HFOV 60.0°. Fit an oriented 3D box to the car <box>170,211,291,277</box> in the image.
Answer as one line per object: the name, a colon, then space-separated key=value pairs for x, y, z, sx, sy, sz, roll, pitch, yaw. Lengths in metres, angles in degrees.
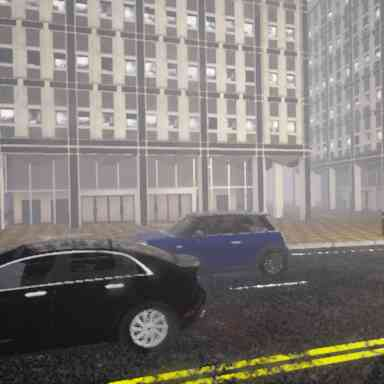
car: x=0.312 y=1.341 z=9.213 sx=4.553 sy=1.767 sz=2.097 roll=0 pitch=0 yaw=-16

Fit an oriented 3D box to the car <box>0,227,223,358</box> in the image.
car: x=-2.188 y=1.503 z=5.055 sx=4.892 sy=1.490 sz=1.837 roll=0 pitch=0 yaw=-17
